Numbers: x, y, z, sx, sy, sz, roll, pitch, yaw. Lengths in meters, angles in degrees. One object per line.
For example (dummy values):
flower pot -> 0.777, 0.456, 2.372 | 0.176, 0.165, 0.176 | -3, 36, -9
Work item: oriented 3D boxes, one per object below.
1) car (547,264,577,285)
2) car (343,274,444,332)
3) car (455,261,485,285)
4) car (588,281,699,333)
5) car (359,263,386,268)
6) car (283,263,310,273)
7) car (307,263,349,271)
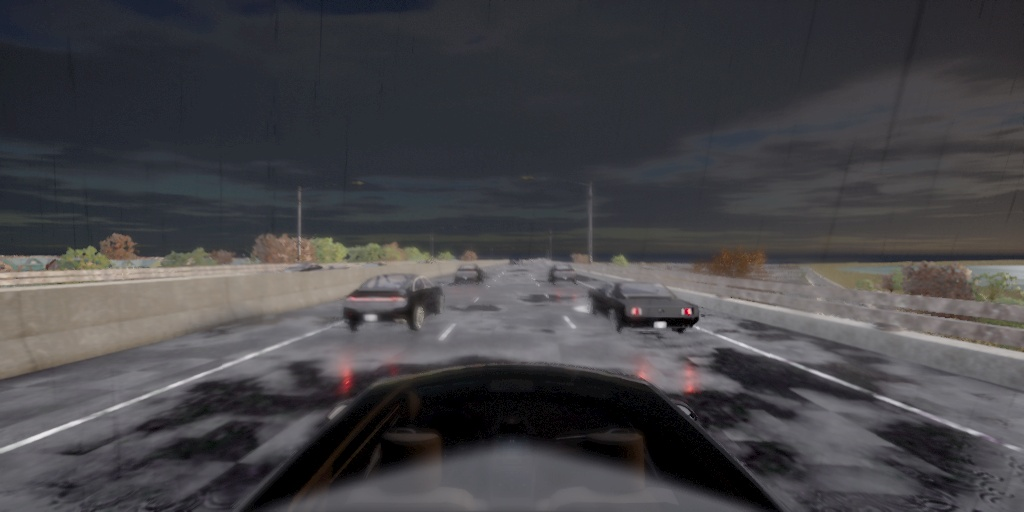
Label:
car -> 3.813, 1.382, 27.583 | 2.128, 1.511, 4.902 | 0, 0, 1
car -> -3.370, 1.289, 11.056 | 2.128, 1.511, 4.902 | 0, 0, 0
car -> -3.187, 1.379, 27.630 | 2.128, 1.511, 4.902 | 0, 0, 1
car -> 3.630, 1.400, 10.944 | 1.895, 1.301, 4.718 | 0, 0, 0
car -> -13.740, 1.407, 35.374 | 1.882, 1.535, 5.008 | 0, 0, 1
car -> -20.727, 1.421, 35.908 | 2.128, 1.511, 4.902 | 0, 0, 1
car -> -17.258, 1.524, 34.687 | 1.895, 1.301, 4.718 | 0, 0, 1
